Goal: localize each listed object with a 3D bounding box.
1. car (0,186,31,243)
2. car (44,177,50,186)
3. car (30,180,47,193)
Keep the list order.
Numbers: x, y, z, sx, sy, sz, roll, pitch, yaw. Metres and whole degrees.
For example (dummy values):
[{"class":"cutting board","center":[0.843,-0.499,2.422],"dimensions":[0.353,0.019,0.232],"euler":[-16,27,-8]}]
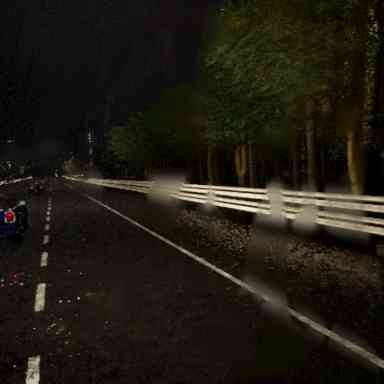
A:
[{"class":"car","center":[-7.355,0.832,12.293],"dimensions":[2.097,1.767,4.553],"euler":[-5,4,-23]},{"class":"car","center":[-37.150,-2.276,83.096],"dimensions":[1.994,1.385,4.181],"euler":[-5,4,-23]},{"class":"car","center":[-21.766,-0.554,46.559],"dimensions":[1.895,1.301,4.718],"euler":[-5,4,-23]}]
